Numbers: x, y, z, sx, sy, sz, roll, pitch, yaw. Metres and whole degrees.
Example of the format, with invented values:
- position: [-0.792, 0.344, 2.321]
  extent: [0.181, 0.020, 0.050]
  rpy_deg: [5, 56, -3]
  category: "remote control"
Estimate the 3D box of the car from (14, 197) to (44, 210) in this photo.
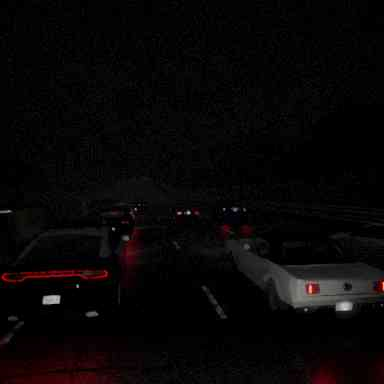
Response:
- position: [-21.248, 1.720, 44.305]
  extent: [2.033, 1.411, 5.357]
  rpy_deg: [0, 0, -9]
  category: "car"

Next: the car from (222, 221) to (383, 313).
- position: [2.183, 1.595, 7.674]
  extent: [1.895, 1.301, 4.718]
  rpy_deg: [0, 0, -9]
  category: "car"

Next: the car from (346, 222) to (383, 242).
- position: [5.519, 1.518, 9.027]
  extent: [1.812, 1.442, 4.674]
  rpy_deg: [0, 0, -9]
  category: "car"

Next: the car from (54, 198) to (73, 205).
- position: [-18.113, 1.690, 47.011]
  extent: [1.837, 1.490, 4.892]
  rpy_deg: [0, 0, -9]
  category: "car"

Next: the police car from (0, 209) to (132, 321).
- position: [-2.504, 1.424, 7.572]
  extent: [1.930, 1.638, 5.238]
  rpy_deg: [0, 0, -9]
  category: "police car"

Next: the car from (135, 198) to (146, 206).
- position: [-9.678, 1.844, 62.110]
  extent: [1.994, 1.385, 4.181]
  rpy_deg: [0, 0, -9]
  category: "car"

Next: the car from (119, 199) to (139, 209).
- position: [-4.907, 1.490, 23.484]
  extent: [1.801, 1.575, 5.366]
  rpy_deg: [0, 0, -9]
  category: "car"

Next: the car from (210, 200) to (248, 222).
- position: [2.855, 1.388, 26.671]
  extent: [2.097, 1.767, 4.553]
  rpy_deg: [0, 0, -9]
  category: "car"

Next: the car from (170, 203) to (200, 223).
- position: [-0.633, 1.587, 26.321]
  extent: [2.033, 1.411, 5.357]
  rpy_deg: [0, 0, -9]
  category: "car"

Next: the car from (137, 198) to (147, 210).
- position: [-6.951, 1.695, 44.205]
  extent: [2.033, 1.411, 5.357]
  rpy_deg: [0, 0, -8]
  category: "car"

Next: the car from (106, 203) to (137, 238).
- position: [-3.982, 1.541, 17.359]
  extent: [1.812, 1.442, 4.674]
  rpy_deg: [0, 0, -9]
  category: "car"

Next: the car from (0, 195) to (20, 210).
- position: [-24.894, 1.406, 45.048]
  extent: [2.150, 2.045, 5.566]
  rpy_deg: [0, 0, -8]
  category: "car"
